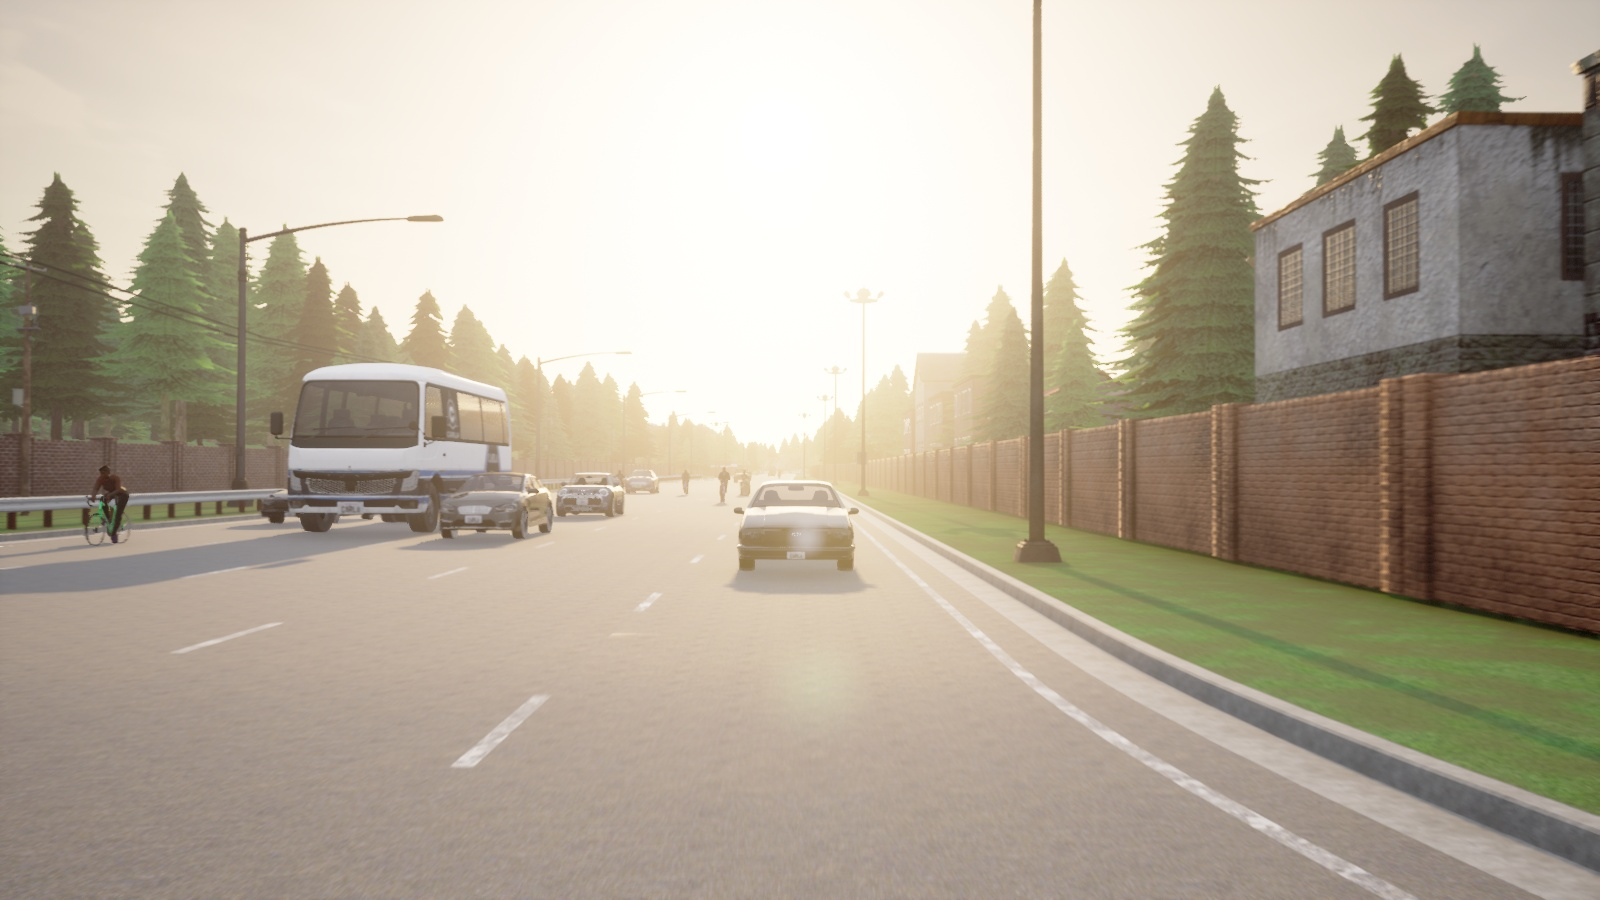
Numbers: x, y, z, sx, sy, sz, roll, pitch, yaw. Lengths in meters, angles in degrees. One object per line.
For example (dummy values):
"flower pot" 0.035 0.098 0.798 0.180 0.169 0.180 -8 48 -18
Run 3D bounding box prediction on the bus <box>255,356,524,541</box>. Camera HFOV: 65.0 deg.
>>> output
"bus" -10.589 0.050 34.076 3.944 4.253 10.273 0 -1 0

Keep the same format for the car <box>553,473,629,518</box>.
"car" -7.105 1.527 42.942 1.970 1.475 3.806 0 -1 0

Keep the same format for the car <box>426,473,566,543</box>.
"car" -7.073 1.297 29.754 2.128 1.511 4.902 0 -1 0

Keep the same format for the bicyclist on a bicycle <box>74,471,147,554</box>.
"bicyclist on a bicycle" -14.063 1.253 25.649 0.582 1.620 1.656 0 -1 0

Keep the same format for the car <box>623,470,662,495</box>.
"car" -10.709 2.222 85.785 2.033 1.649 4.856 0 -1 0

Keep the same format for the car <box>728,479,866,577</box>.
"car" -0.052 1.219 21.336 2.033 1.411 5.357 0 -1 0

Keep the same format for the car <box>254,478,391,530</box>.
"car" -14.091 1.545 37.435 2.033 1.411 5.357 0 -1 0

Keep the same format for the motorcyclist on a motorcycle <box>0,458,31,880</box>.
"motorcyclist on a motorcycle" -3.510 0.845 3.932 0.766 1.649 2.350 0 -1 0
